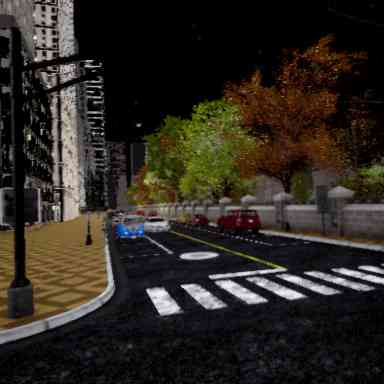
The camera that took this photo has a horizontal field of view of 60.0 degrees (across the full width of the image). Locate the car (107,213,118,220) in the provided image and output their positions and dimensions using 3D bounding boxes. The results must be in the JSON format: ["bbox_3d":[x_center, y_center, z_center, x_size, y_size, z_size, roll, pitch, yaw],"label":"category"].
[{"bbox_3d":[-16.074,4.956,67.369,1.947,1.339,4.313,-2,-2,-15],"label":"car"}]

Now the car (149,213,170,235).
[{"bbox_3d":[-3.176,2.898,29.486,1.812,1.442,4.674,-2,-2,-15],"label":"car"}]

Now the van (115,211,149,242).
[{"bbox_3d":[-4.399,2.550,23.955,1.690,1.788,3.998,-2,-2,-15],"label":"van"}]

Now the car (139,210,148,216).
[{"bbox_3d":[-12.441,5.493,85.539,1.887,1.381,4.507,-2,-2,-15],"label":"car"}]

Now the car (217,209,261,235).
[{"bbox_3d":[3.558,2.262,25.810,2.192,1.841,5.009,-2,-2,-15],"label":"car"}]

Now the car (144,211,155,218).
[{"bbox_3d":[-9.569,4.952,74.644,2.008,1.369,4.403,-2,-2,-15],"label":"car"}]

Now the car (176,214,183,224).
[{"bbox_3d":[-0.857,3.296,42.244,1.752,1.417,4.829,-2,-2,-15],"label":"car"}]

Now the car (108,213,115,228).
[{"bbox_3d":[-8.772,3.575,40.231,2.008,1.369,4.403,-2,-2,-15],"label":"car"}]

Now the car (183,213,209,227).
[{"bbox_3d":[0.649,3.072,36.652,1.802,1.307,4.206,-2,-2,-15],"label":"car"}]

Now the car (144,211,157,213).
[{"bbox_3d":[-8.114,4.672,69.209,1.887,1.381,4.507,-2,-2,-15],"label":"car"}]

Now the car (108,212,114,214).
[{"bbox_3d":[-10.232,3.863,45.658,1.947,1.339,4.313,-2,-2,-15],"label":"car"}]

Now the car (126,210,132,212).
[{"bbox_3d":[-15.943,5.794,88.261,1.895,1.301,4.718,-2,-2,-15],"label":"car"}]

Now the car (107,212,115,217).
[{"bbox_3d":[-21.658,6.022,89.134,1.887,1.381,4.507,-2,-2,-15],"label":"car"}]
